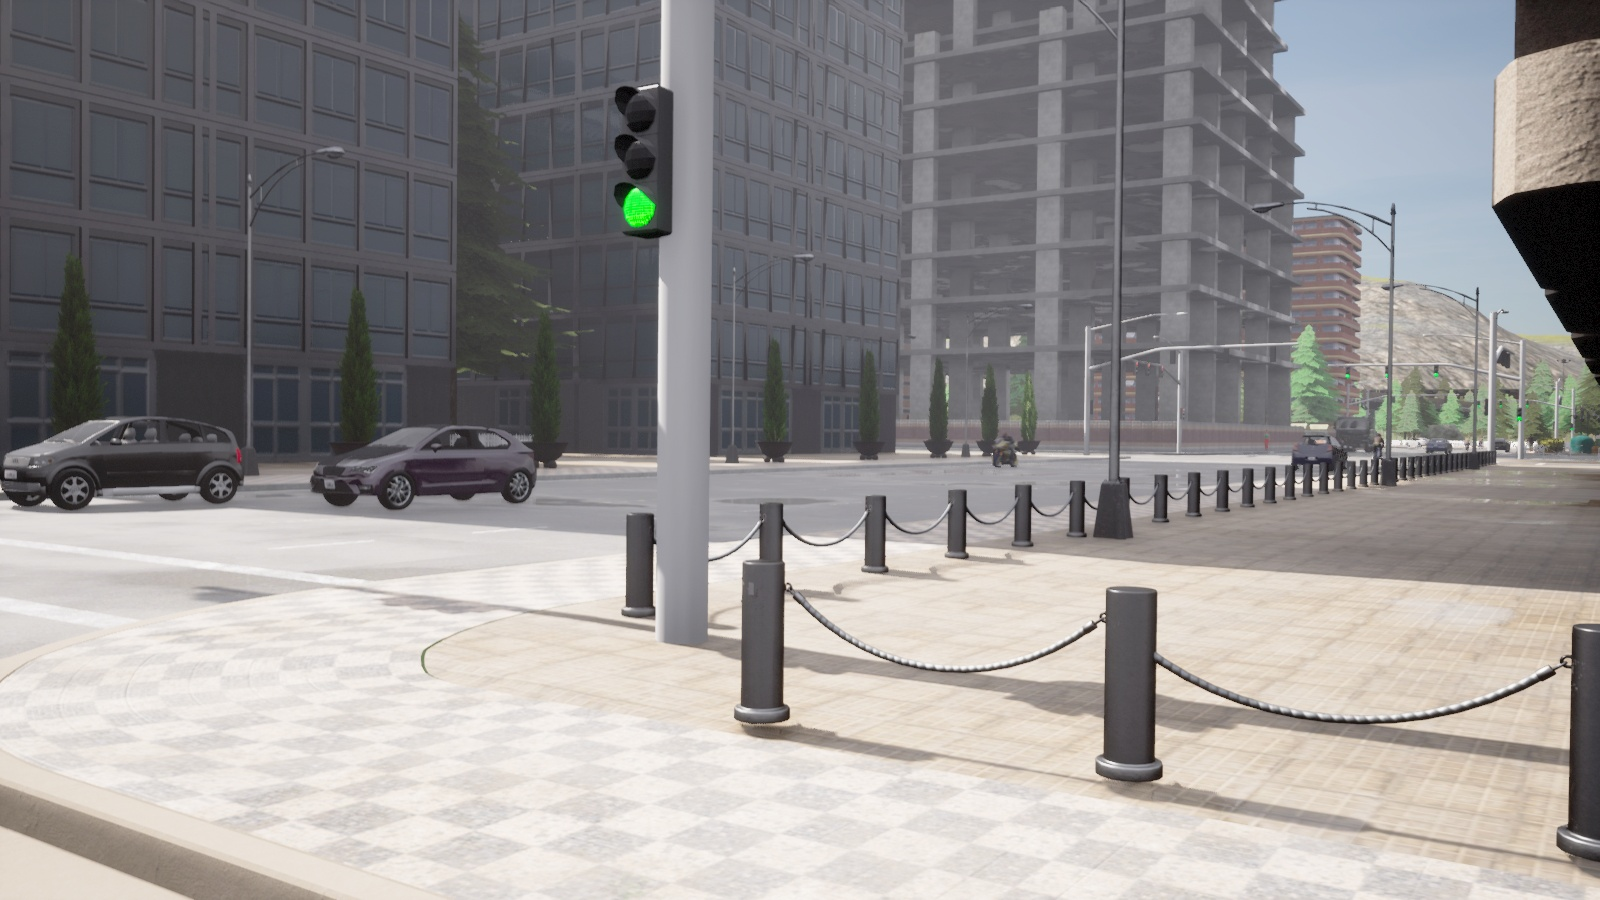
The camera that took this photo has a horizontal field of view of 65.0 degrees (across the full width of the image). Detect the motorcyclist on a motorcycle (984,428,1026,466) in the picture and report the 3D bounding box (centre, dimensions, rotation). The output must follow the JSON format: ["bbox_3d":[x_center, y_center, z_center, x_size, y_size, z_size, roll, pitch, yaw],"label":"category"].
[{"bbox_3d":[8.423,-0.123,51.600,0.866,1.530,2.191,0,1,34],"label":"motorcyclist on a motorcycle"}]

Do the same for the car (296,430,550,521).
[{"bbox_3d":[-6.722,0.394,22.795,1.816,1.474,4.193,0,1,34],"label":"car"}]

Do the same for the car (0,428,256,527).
[{"bbox_3d":[-11.657,0.410,21.728,1.789,1.549,3.705,0,1,34],"label":"car"}]

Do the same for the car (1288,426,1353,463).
[{"bbox_3d":[21.987,-0.259,52.965,1.845,1.501,3.633,0,1,34],"label":"car"}]
